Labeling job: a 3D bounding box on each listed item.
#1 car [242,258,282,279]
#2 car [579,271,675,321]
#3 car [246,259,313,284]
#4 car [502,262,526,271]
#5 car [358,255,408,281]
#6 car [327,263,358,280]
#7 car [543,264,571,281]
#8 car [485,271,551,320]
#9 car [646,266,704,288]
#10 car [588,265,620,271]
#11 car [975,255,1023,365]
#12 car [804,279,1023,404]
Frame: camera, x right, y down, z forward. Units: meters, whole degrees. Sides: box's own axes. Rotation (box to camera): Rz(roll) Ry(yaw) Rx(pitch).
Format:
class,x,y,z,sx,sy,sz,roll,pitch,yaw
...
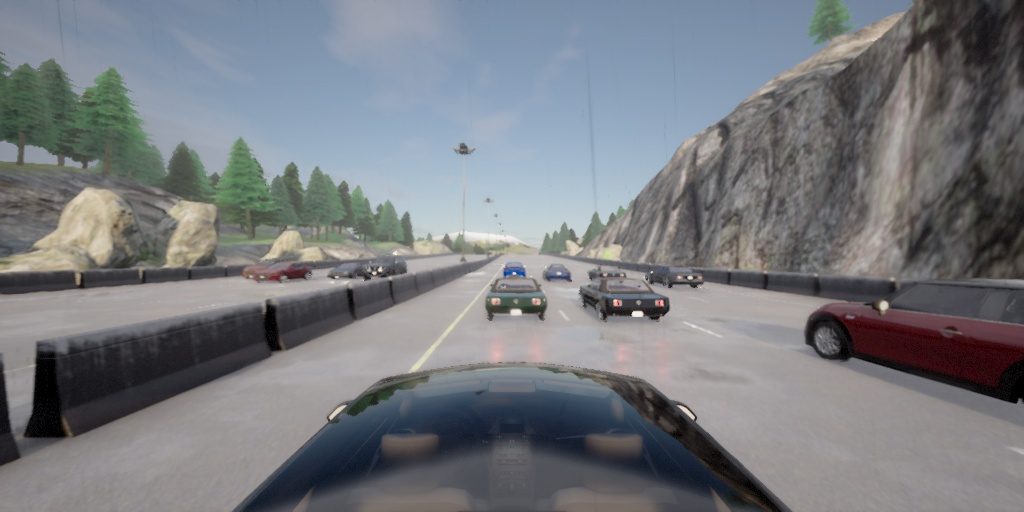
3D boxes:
class,x,y,z,sx,sy,sz,roll,pitch,yaw
car,-20.939,1.070,31.121,2.097,1.767,4.553,0,0,1
car,3.631,1.392,12.558,1.895,1.301,4.718,0,0,0
car,-17.477,1.217,27.639,1.882,1.535,5.008,0,0,1
car,0.194,1.229,31.044,1.882,1.535,5.008,0,0,0
car,-10.451,0.963,30.068,2.150,2.045,5.566,0,0,1
car,-13.936,1.277,31.253,2.033,1.411,5.357,0,0,1
car,3.690,1.325,29.887,1.994,1.385,4.181,0,0,0
car,0.132,1.387,12.825,1.895,1.301,4.718,0,0,0
car,10.670,1.343,23.954,2.033,1.411,5.357,0,0,0
car,7.182,1.377,27.643,1.895,1.301,4.718,0,0,0
car,10.605,1.000,4.592,2.150,2.045,5.566,0,0,0
car,7.108,1.130,5.542,2.097,1.767,4.553,0,0,0
